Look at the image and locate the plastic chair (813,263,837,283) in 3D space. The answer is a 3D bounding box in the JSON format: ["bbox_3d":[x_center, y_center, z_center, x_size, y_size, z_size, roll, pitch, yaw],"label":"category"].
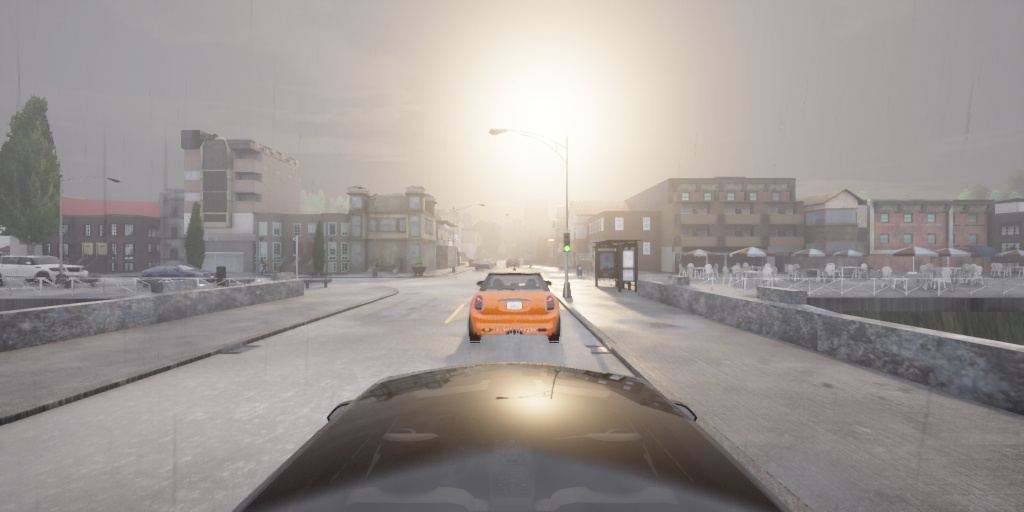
[{"bbox_3d":[22.804,1.279,26.097,0.750,1.272,0.730,0,0,0],"label":"plastic chair"}]

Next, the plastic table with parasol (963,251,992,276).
[{"bbox_3d":[30.514,0.675,25.074,2.482,2.480,2.482,0,0,0],"label":"plastic table with parasol"}]

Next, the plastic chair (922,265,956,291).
[{"bbox_3d":[23.702,1.279,19.896,0.750,1.272,0.730,0,0,0],"label":"plastic chair"}]

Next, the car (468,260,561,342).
[{"bbox_3d":[0.070,1.101,9.930,2.097,1.767,4.553,0,0,0],"label":"car"}]

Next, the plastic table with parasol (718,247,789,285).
[{"bbox_3d":[15.173,0.675,22.659,2.482,2.480,2.482,0,0,0],"label":"plastic table with parasol"}]

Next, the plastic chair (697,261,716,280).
[{"bbox_3d":[15.805,1.279,29.199,0.750,1.272,0.730,0,0,0],"label":"plastic chair"}]

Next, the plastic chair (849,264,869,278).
[{"bbox_3d":[29.906,1.279,30.794,0.750,1.272,0.730,0,0,0],"label":"plastic chair"}]

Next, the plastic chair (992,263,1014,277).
[{"bbox_3d":[45.506,1.279,33.289,0.730,1.272,0.750,0,0,0],"label":"plastic chair"}]

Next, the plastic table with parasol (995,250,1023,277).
[{"bbox_3d":[46.706,0.675,33.169,2.482,2.480,2.482,0,0,0],"label":"plastic table with parasol"}]

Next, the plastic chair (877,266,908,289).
[{"bbox_3d":[22.603,1.279,21.297,0.730,1.272,0.750,0,0,0],"label":"plastic chair"}]

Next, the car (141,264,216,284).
[{"bbox_3d":[-24.220,1.276,26.154,4.674,1.442,1.812,0,0,0],"label":"car"}]

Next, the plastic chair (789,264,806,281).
[{"bbox_3d":[21.705,1.279,27.497,0.730,1.272,0.750,0,0,0],"label":"plastic chair"}]

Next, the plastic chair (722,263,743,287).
[{"bbox_3d":[13.903,1.279,22.799,0.730,1.272,0.750,0,0,0],"label":"plastic chair"}]

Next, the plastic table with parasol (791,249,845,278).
[{"bbox_3d":[22.905,0.675,27.446,2.482,2.480,2.482,0,0,0],"label":"plastic table with parasol"}]

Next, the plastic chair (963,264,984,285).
[{"bbox_3d":[30.503,1.279,23.794,0.750,1.272,0.730,0,0,0],"label":"plastic chair"}]

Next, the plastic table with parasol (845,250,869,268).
[{"bbox_3d":[30.236,0.675,32.164,2.482,2.480,2.482,0,0,0],"label":"plastic table with parasol"}]

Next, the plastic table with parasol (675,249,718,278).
[{"bbox_3d":[15.925,0.675,30.479,2.482,2.480,2.482,0,0,0],"label":"plastic table with parasol"}]

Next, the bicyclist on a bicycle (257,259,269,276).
[{"bbox_3d":[-24.013,1.099,34.550,0.582,1.620,1.656,0,0,0],"label":"bicyclist on a bicycle"}]

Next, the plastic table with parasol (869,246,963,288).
[{"bbox_3d":[23.803,0.675,21.246,2.482,2.480,2.482,0,0,0],"label":"plastic table with parasol"}]

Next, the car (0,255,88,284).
[{"bbox_3d":[-34.610,0.968,26.158,5.566,2.045,2.150,1,0,0],"label":"car"}]

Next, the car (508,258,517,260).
[{"bbox_3d":[0.109,1.102,57.632,2.097,1.767,4.553,0,0,0],"label":"car"}]

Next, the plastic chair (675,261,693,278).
[{"bbox_3d":[14.706,1.279,30.599,0.730,1.272,0.750,0,0,0],"label":"plastic chair"}]

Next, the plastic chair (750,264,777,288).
[{"bbox_3d":[15.003,1.279,21.399,0.750,1.272,0.730,0,0,0],"label":"plastic chair"}]
